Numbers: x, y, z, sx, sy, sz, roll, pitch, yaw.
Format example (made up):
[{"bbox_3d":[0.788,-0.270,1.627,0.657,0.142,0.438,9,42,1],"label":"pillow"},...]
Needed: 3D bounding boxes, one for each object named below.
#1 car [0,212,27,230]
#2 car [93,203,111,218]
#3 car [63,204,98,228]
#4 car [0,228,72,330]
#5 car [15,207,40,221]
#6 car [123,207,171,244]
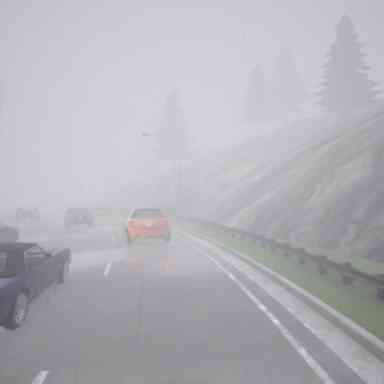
[{"bbox_3d":[-8.498,1.753,13.196,2.033,1.411,5.357,0,-1,-13],"label":"car"},{"bbox_3d":[-10.260,1.949,35.944,1.882,1.535,5.008,0,-1,-30],"label":"car"},{"bbox_3d":[-8.691,1.890,25.303,2.033,1.411,5.357,0,-1,-23],"label":"car"},{"bbox_3d":[-3.972,1.707,6.944,1.895,1.301,4.718,0,-1,-6],"label":"car"},{"bbox_3d":[-15.737,2.061,31.649,1.895,1.301,4.718,0,-1,-30],"label":"car"},{"bbox_3d":[-2.497,1.565,17.462,2.097,1.767,4.553,0,-1,-14],"label":"car"}]
